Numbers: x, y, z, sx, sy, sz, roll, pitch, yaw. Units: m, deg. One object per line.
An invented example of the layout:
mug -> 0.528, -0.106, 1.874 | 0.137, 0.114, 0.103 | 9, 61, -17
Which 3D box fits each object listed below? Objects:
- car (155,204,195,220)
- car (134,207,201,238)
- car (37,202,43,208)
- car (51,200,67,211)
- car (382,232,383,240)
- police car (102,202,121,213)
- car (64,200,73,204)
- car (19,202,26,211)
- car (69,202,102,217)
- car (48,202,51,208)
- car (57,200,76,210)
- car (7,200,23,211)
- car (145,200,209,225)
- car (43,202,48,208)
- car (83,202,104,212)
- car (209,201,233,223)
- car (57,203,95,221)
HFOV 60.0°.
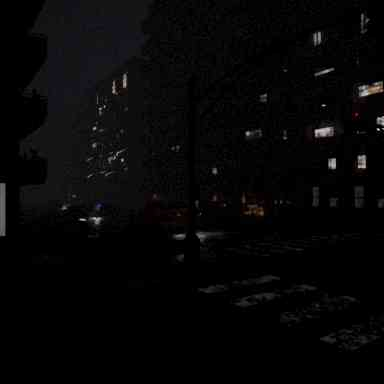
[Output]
car -> -1.830, 2.044, 34.199 | 1.887, 1.381, 4.507 | -1, 0, -36
car -> -1.804, 1.832, 19.941 | 1.752, 1.417, 4.829 | -1, 0, -36
car -> -35.076, 3.048, 80.050 | 1.887, 1.381, 4.507 | -1, 0, -36
car -> -23.219, 2.599, 59.366 | 1.837, 1.490, 4.892 | 0, -1, -36
car -> 9.949, 1.412, 12.724 | 4.553, 1.767, 2.097 | -1, -1, 24
police car -> -12.311, 2.255, 49.488 | 1.930, 1.638, 5.238 | 0, -1, -36
car -> -17.691, 2.418, 51.738 | 2.128, 1.511, 4.902 | 0, -1, -36
car -> -31.825, 2.769, 61.346 | 1.887, 1.381, 4.507 | -1, 0, -36
car -> -12.711, 2.209, 39.441 | 1.837, 1.490, 4.892 | 0, -1, -36
car -> -28.433, 2.622, 70.880 | 2.192, 1.841, 5.009 | -1, 0, -36
car -> -25.107, 2.523, 66.294 | 2.192, 1.841, 5.009 | -1, 0, -36
car -> -35.154, 2.639, 65.931 | 2.192, 1.841, 5.009 | -1, 0, -36
car -> -1.553, 1.579, 24.024 | 2.150, 2.045, 5.566 | 0, -1, -36
car -> -31.750, 2.971, 75.464 | 1.947, 1.339, 4.313 | -1, 0, -36
car -> -16.350, 2.431, 55.069 | 1.882, 1.535, 5.008 | 0, -1, -36
car -> 1.488, 1.712, 29.615 | 2.192, 1.841, 5.009 | -1, 0, -36
car -> -11.877, 2.163, 33.835 | 1.887, 1.381, 4.507 | -1, 0, -36
